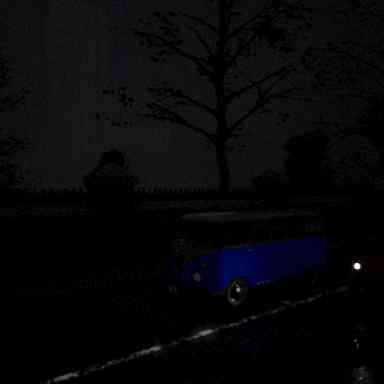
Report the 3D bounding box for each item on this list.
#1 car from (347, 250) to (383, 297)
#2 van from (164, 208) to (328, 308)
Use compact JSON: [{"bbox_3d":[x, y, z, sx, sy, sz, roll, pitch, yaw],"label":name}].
[{"bbox_3d":[5.437,1.537,7.254,4.718,1.301,1.895,-1,0,-35],"label":"car"},{"bbox_3d":[1.347,1.301,7.520,3.998,1.788,1.690,-1,0,-35],"label":"van"}]
